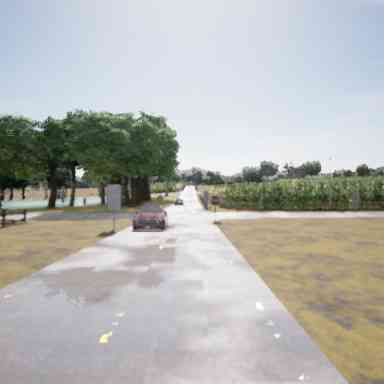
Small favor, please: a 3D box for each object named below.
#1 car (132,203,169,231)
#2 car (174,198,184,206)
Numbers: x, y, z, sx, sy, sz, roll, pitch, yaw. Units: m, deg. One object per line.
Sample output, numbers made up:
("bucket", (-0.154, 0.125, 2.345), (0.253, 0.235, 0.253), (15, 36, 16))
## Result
("car", (-2.789, 1.667, 23.136), (2.097, 1.767, 4.553), (0, -1, 1))
("car", (-2.734, 2.125, 69.893), (1.837, 1.490, 4.892), (0, 0, 0))
